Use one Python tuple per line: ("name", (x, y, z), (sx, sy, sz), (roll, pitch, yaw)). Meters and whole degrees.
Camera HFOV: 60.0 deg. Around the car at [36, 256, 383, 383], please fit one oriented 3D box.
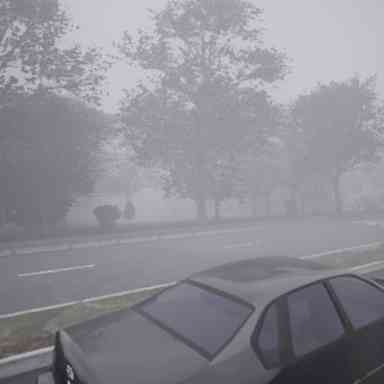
("car", (1.152, 1.535, 3.950), (5.357, 1.411, 2.033), (0, 0, -35))
